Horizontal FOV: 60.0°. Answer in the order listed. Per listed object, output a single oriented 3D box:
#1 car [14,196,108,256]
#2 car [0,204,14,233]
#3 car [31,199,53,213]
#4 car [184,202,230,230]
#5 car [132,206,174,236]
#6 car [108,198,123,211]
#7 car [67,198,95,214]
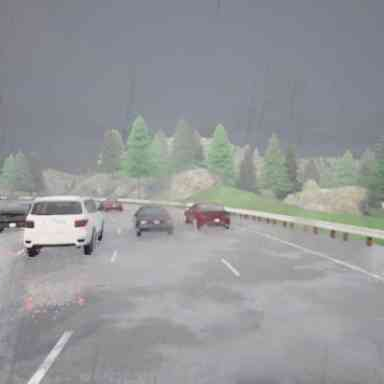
[{"bbox_3d":[-4.811,1.169,13.183,2.150,2.045,5.566,0,0,-10],"label":"car"},{"bbox_3d":[-9.800,1.440,19.398,1.837,1.490,4.892,0,0,-14],"label":"car"},{"bbox_3d":[-16.191,1.475,35.765,1.895,1.301,4.718,0,0,-27],"label":"car"},{"bbox_3d":[0.778,1.361,20.158,1.882,1.535,5.008,0,0,-13],"label":"car"},{"bbox_3d":[-2.210,1.456,18.041,2.033,1.411,5.357,0,0,-13],"label":"car"},{"bbox_3d":[-9.103,1.398,37.136,1.994,1.385,4.181,0,0,-25],"label":"car"},{"bbox_3d":[-11.629,1.407,34.627,2.033,1.411,5.357,0,0,-26],"label":"car"}]
